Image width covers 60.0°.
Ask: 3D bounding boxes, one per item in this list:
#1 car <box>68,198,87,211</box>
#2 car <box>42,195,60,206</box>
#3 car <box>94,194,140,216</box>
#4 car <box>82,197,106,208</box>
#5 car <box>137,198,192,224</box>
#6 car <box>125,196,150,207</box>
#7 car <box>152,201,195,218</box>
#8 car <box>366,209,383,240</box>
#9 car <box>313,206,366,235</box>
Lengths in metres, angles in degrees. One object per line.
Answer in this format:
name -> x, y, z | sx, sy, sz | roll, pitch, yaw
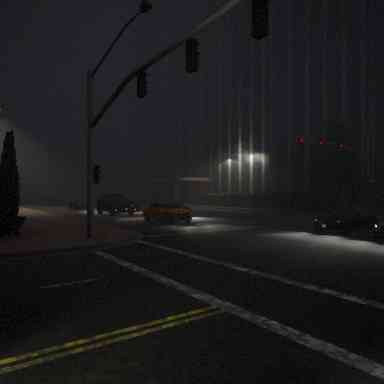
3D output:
car -> -14.121, 1.491, 41.892 | 2.128, 1.511, 4.902 | 0, 0, -36
car -> -23.132, 1.306, 54.458 | 1.837, 1.490, 4.892 | 0, 0, -36
car -> -7.687, 1.221, 33.019 | 2.150, 2.045, 5.566 | 0, 0, -36
car -> -14.152, 1.526, 47.913 | 1.812, 1.442, 4.674 | 0, 0, -36
car -> -1.942, 1.478, 25.116 | 1.882, 1.535, 5.008 | 0, 0, -36
car -> -8.706, 1.477, 52.630 | 1.882, 1.535, 5.008 | 0, 0, -36
car -> -1.771, 1.564, 30.829 | 1.994, 1.385, 4.181 | 0, 0, -36
car -> 10.467, 1.525, 15.799 | 4.674, 1.442, 1.812 | 0, 0, -36
car -> 8.871, 1.525, 18.962 | 4.674, 1.442, 1.812 | 0, 0, -36
